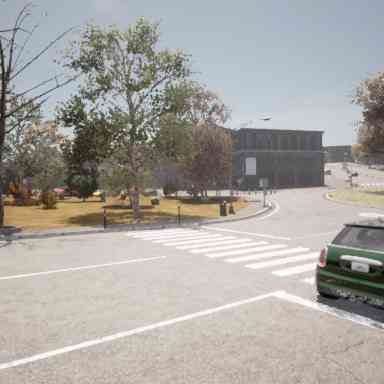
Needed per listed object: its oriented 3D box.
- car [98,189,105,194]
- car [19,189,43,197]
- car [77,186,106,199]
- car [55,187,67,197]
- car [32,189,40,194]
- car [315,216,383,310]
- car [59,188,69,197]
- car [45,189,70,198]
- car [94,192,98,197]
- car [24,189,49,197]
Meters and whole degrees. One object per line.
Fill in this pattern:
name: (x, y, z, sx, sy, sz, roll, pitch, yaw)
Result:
car: (-14.385, 0.125, 60.128, 2.185, 1.767, 4.553, -2, 2, 16)
car: (-37.888, 0.151, 78.348, 2.097, 1.535, 5.008, 0, 3, 19)
car: (-19.138, 0.054, 63.744, 2.435, 2.045, 5.566, -2, 2, 17)
car: (-26.237, 0.062, 69.101, 2.435, 2.045, 5.566, 0, 2, 17)
car: (-33.266, 0.102, 74.605, 2.185, 1.767, 4.553, 0, 2, 18)
car: (4.711, 1.328, 7.087, 4.553, 1.767, 2.097, -1, 0, -35)
car: (-23.874, 0.351, 67.296, 2.163, 1.488, 4.792, -1, 2, 17)
car: (-28.584, 0.294, 70.958, 2.231, 1.521, 4.892, -1, 2, 18)
car: (-16.798, 0.287, 61.753, 1.946, 1.575, 5.366, -1, 2, 17)
car: (-35.633, 0.194, 76.308, 1.946, 1.575, 5.366, 0, 3, 18)
